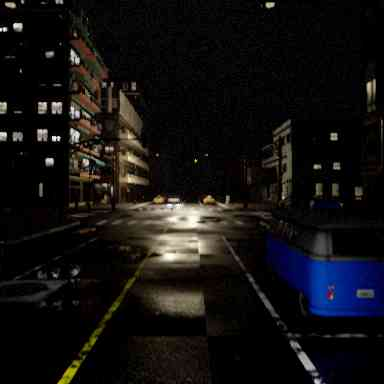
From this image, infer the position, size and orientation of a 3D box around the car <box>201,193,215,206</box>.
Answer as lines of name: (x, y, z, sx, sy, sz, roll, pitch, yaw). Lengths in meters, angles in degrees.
car: (2.682, 1.354, 51.907, 1.752, 1.417, 4.829, 0, 0, 0)

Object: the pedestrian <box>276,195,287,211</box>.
pedestrian: (5.925, 1.057, 22.241, 0.375, 1.860, 0.375, 0, 0, 0)

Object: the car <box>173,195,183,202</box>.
car: (-3.016, 1.315, 73.560, 2.033, 1.411, 5.357, 0, 0, 0)

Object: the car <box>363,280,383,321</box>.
car: (2.660, 1.576, 1.262, 1.802, 1.307, 4.206, 0, 0, 0)

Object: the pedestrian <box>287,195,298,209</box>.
pedestrian: (6.597, 1.060, 21.686, 0.375, 1.860, 0.375, 0, 0, 0)

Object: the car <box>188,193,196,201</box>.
car: (-0.016, 1.305, 78.126, 2.033, 1.411, 5.357, 0, 0, 0)

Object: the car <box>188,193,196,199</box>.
car: (-0.018, 1.112, 88.545, 1.882, 1.535, 5.008, 0, 0, 0)

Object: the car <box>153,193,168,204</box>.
car: (-5.700, 1.340, 57.104, 1.752, 1.417, 4.829, 0, 0, 0)

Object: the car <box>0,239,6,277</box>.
car: (-5.689, 1.539, 6.975, 1.947, 1.339, 4.313, 0, 0, 0)

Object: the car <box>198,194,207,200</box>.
car: (2.675, 1.303, 84.972, 2.008, 1.369, 4.403, 0, 0, 0)

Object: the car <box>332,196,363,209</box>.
car: (14.917, 1.247, 27.844, 5.009, 1.841, 2.192, 0, 0, 0)

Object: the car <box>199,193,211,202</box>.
car: (2.679, 1.102, 68.354, 2.192, 1.841, 5.009, 0, 0, 0)

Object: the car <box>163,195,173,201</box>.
car: (-5.705, 1.314, 79.431, 2.008, 1.369, 4.403, 0, 0, 0)

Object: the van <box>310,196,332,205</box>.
van: (14.892, 1.281, 36.224, 3.998, 1.788, 1.690, 0, 0, 0)

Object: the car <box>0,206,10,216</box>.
car: (-17.472, 1.423, 27.758, 4.206, 1.307, 1.802, 0, 0, 0)

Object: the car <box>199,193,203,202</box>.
car: (2.679, 1.382, 62.816, 1.802, 1.307, 4.206, 0, 0, 0)

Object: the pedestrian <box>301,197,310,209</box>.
pedestrian: (7.131, 1.200, 21.041, 0.375, 1.860, 0.375, 0, 0, 0)

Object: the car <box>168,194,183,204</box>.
car: (-3.075, 1.415, 57.458, 1.895, 1.301, 4.718, 0, 0, 0)

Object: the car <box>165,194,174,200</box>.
car: (-5.706, 1.278, 84.800, 1.752, 1.417, 4.829, 0, 0, 0)

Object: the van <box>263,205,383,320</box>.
van: (2.659, 1.314, 6.950, 1.690, 1.788, 3.998, 0, 0, 0)
